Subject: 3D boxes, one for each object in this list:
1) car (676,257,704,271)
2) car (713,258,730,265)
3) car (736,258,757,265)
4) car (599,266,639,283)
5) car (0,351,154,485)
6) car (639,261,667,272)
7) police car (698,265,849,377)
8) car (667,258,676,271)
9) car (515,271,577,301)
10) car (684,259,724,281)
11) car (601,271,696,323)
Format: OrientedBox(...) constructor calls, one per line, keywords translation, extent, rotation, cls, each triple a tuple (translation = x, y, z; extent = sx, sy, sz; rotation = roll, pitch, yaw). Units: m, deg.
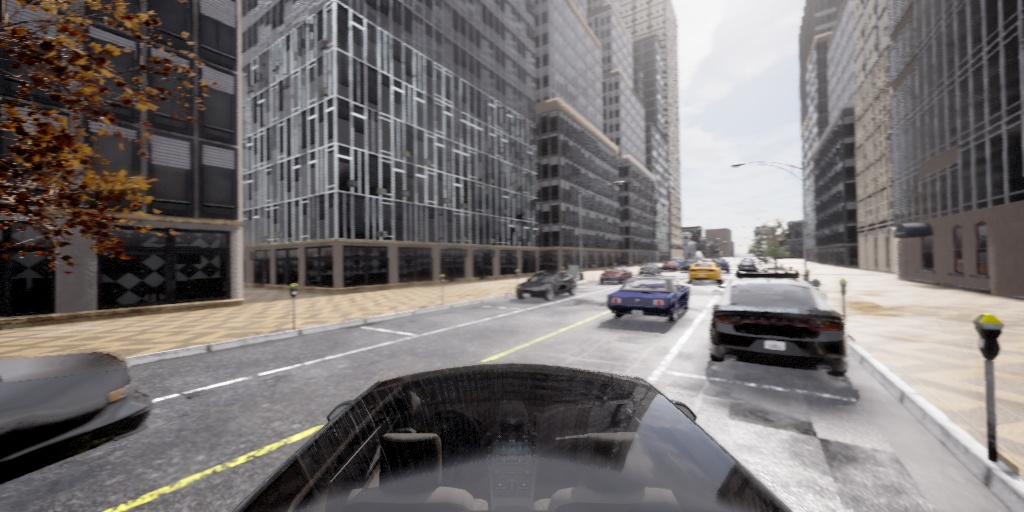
OrientedBox(translation=(21.499, 1.240, 43.245), extent=(1.837, 1.490, 4.892), rotation=(-1, -1, 34), cls="car")
OrientedBox(translation=(24.341, 1.022, 42.083), extent=(2.097, 1.767, 4.553), rotation=(-1, -1, 33), cls="car")
OrientedBox(translation=(24.521, 1.192, 37.431), extent=(1.948, 1.339, 4.313), rotation=(0, 0, 33), cls="car")
OrientedBox(translation=(8.140, 1.423, 27.784), extent=(1.802, 1.307, 4.207), rotation=(0, 0, 33), cls="car")
OrientedBox(translation=(-5.791, 1.403, 1.932), extent=(2.033, 1.411, 5.357), rotation=(-1, -1, 33), cls="car")
OrientedBox(translation=(14.400, 1.361, 37.294), extent=(2.007, 1.370, 4.403), rotation=(0, 0, 33), cls="car")
OrientedBox(translation=(5.365, 1.132, 7.551), extent=(1.930, 1.638, 5.238), rotation=(-1, -1, 33), cls="police car")
OrientedBox(translation=(20.659, 1.325, 46.804), extent=(1.888, 1.381, 4.507), rotation=(0, 0, 33), cls="car")
OrientedBox(translation=(1.882, 1.435, 18.276), extent=(1.948, 1.339, 4.313), rotation=(0, 0, 33), cls="car")
OrientedBox(translation=(14.595, 1.194, 27.090), extent=(1.882, 1.535, 5.008), rotation=(-1, -1, 33), cls="car")
OrientedBox(translation=(4.888, 1.361, 12.338), extent=(1.895, 1.301, 4.718), rotation=(-1, -1, 33), cls="car")
